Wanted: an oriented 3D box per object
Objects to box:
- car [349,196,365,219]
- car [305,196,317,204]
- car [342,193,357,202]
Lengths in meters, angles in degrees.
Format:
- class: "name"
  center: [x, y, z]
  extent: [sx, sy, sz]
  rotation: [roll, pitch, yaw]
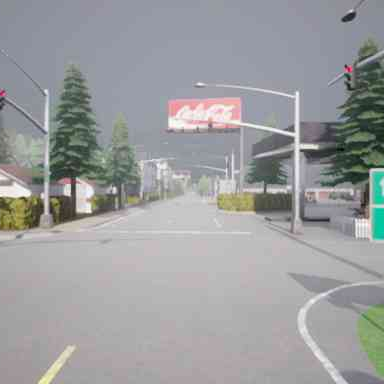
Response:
- class: "car"
  center: [14.411, 1.477, 25.142]
  extent: [3.866, 1.878, 1.905]
  rotation: [0, 0, 0]
- class: "car"
  center: [22.609, 1.481, 64.196]
  extent: [1.970, 1.475, 3.806]
  rotation: [0, 0, 0]
- class: "car"
  center: [35.026, 1.410, 71.967]
  extent: [2.007, 1.523, 4.514]
  rotation: [0, 0, 0]
